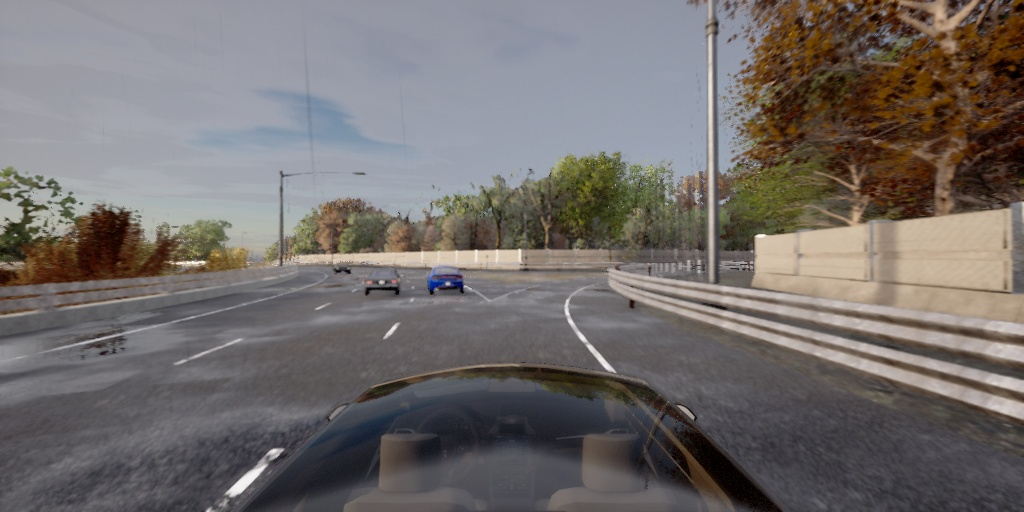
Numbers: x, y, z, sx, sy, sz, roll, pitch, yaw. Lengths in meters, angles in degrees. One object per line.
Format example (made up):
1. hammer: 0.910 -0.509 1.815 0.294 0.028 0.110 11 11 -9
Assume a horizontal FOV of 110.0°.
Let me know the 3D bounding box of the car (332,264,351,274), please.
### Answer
1. car: -22.005 1.631 46.185 1.895 1.301 4.718 0 0 -31

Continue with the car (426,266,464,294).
1. car: -4.016 1.332 21.333 1.882 1.535 5.008 0 0 -15

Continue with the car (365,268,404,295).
1. car: -7.350 1.410 20.746 2.033 1.411 5.357 0 0 -16

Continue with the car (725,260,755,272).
1. car: 31.967 1.347 49.943 5.008 1.535 1.882 0 0 -23
